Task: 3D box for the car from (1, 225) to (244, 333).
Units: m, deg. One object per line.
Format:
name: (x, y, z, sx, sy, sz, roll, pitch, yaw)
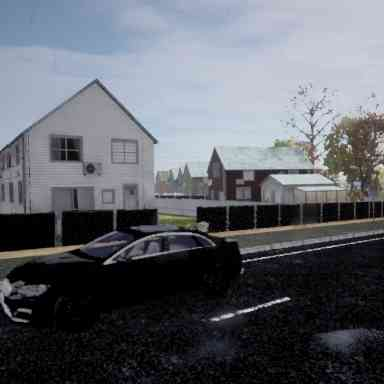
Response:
car: (-1.107, 1.490, 6.880, 4.902, 1.511, 2.128, 0, 0, -35)
